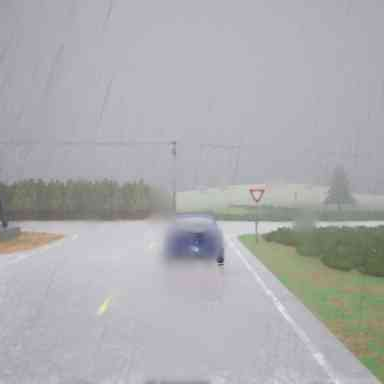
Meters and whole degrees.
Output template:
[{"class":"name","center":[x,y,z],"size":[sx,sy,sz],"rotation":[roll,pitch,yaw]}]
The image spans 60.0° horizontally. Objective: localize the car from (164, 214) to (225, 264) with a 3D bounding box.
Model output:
[{"class":"car","center":[0.084,1.541,12.117],"size":[1.882,1.535,5.008],"rotation":[0,0,0]}]
